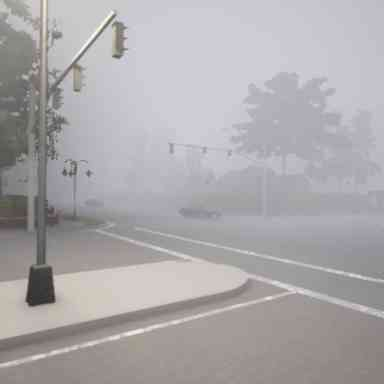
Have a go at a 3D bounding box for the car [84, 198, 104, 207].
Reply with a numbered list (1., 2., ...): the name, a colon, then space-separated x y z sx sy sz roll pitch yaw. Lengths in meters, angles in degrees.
1. car: -16.018 1.752 54.302 2.033 1.411 5.357 1 0 -36

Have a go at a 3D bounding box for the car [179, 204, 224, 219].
1. car: 0.751 1.810 31.102 1.895 1.301 4.718 1 0 -36
